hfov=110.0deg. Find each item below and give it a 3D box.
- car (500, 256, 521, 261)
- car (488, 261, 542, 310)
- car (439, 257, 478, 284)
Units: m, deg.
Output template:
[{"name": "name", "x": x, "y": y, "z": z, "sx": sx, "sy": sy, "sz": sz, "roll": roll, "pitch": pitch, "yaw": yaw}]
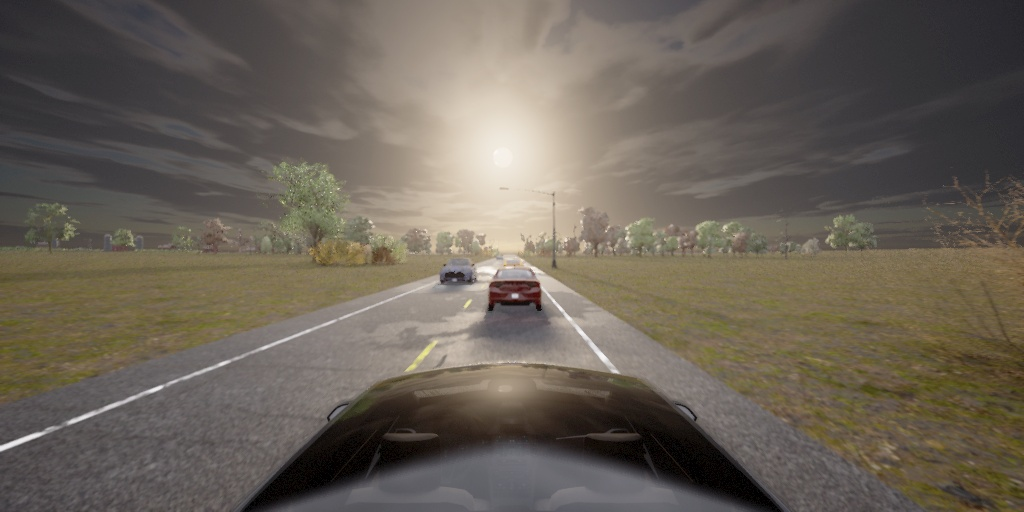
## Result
[{"name": "car", "x": 0.100, "y": 0.963, "z": 32.210, "sx": 1.882, "sy": 1.535, "sz": 5.008, "roll": 0, "pitch": 1, "yaw": 0}, {"name": "car", "x": 0.100, "y": 1.121, "z": 14.112, "sx": 1.882, "sy": 1.535, "sz": 5.008, "roll": 0, "pitch": 0, "yaw": 0}, {"name": "car", "x": -3.590, "y": 0.903, "z": 24.656, "sx": 2.097, "sy": 1.767, "sz": 4.553, "roll": 0, "pitch": 0, "yaw": 0}]
